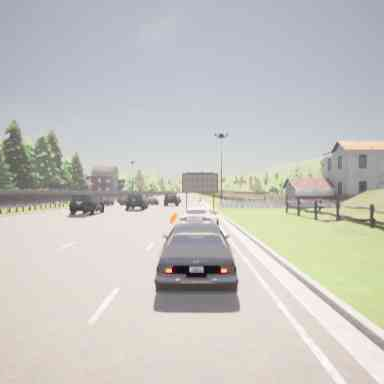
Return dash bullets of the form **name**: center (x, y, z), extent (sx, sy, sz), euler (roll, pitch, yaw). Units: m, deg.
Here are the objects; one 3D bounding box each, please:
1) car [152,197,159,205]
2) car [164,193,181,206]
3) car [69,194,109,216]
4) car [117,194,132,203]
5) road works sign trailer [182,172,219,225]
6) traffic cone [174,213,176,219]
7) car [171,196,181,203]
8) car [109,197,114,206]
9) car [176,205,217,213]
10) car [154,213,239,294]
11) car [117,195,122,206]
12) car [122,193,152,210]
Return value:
- **car**: center (-6.789, 1.542, 57.154), extent (1.994, 1.385, 4.181), euler (0, 0, 0)
- **car**: center (-3.296, 1.201, 53.474), extent (2.150, 2.045, 5.566), euler (0, 0, 0)
- **car**: center (-10.336, 1.207, 33.089), extent (2.150, 2.045, 5.566), euler (0, 0, 0)
- **car**: center (-13.767, 1.326, 68.000), extent (2.097, 1.767, 4.553), euler (0, 0, 0)
- **road works sign trailer**: center (0.532, 0.456, 22.151), extent (2.380, 3.560, 2.880), euler (0, 0, -2)
- **traffic cone**: center (-1.442, 1.946, 23.292), extent (0.340, 0.580, 0.340), euler (0, 0, 0)
- **car**: center (-3.267, 1.537, 68.689), extent (1.994, 1.385, 4.181), euler (0, 0, 0)
- **car**: center (-13.799, 1.505, 53.074), extent (1.812, 1.442, 4.674), euler (0, 0, 0)
- **car**: center (0.414, 1.535, 18.540), extent (1.812, 1.442, 4.674), euler (-1, -1, 8)
- **car**: center (0.115, 1.544, 8.935), extent (2.033, 1.411, 5.357), euler (0, 0, 1)
- **car**: center (-10.317, 1.527, 53.659), extent (2.033, 1.411, 5.357), euler (0, 0, 3)
- **car**: center (-6.819, 1.199, 41.706), extent (2.150, 2.045, 5.566), euler (0, -1, 0)
